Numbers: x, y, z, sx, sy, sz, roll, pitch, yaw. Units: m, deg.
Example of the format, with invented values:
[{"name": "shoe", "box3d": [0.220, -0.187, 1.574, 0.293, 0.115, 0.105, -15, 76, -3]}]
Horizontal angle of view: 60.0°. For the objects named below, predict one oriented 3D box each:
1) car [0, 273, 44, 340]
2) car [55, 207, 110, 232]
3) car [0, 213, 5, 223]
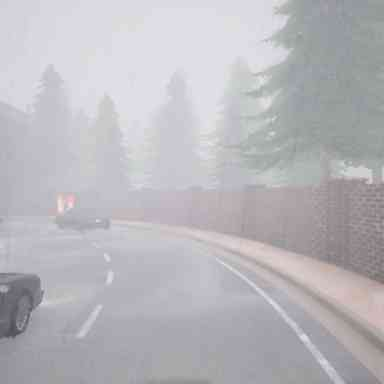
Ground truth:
[{"name": "car", "box3d": [-3.497, 1.561, 3.590, 2.033, 1.411, 5.357, 0, 0, -3]}, {"name": "car", "box3d": [-6.870, 1.644, 20.749, 1.994, 1.385, 4.181, 0, 0, -44]}, {"name": "car", "box3d": [-15.019, 1.632, 22.243, 5.357, 1.411, 2.033, 0, 0, 24]}]
